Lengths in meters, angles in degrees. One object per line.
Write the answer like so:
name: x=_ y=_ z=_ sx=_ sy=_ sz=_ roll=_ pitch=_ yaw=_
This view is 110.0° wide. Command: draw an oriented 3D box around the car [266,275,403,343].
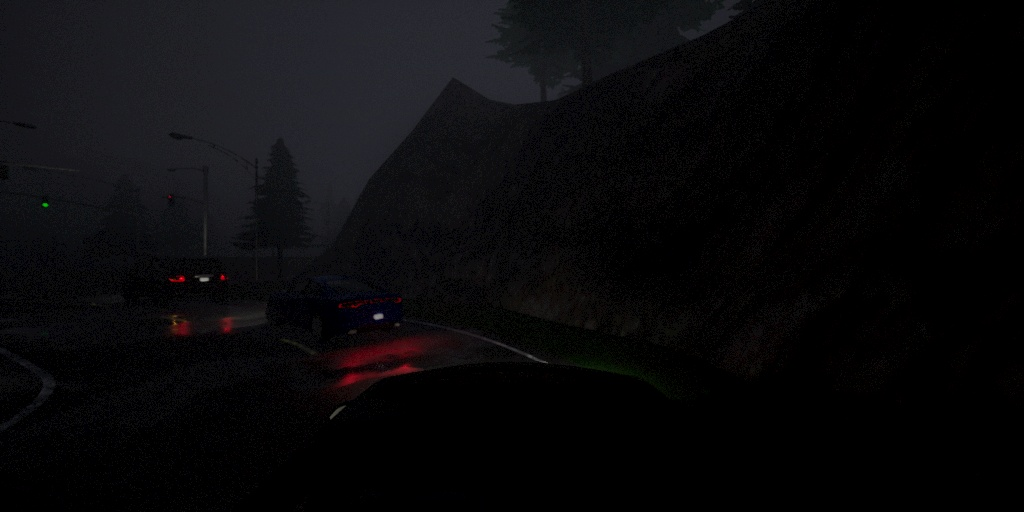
car: x=-5.091 y=1.280 z=10.051 sx=5.008 sy=1.535 sz=1.882 roll=0 pitch=0 yaw=39

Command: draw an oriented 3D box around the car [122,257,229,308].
car: x=-14.993 y=1.072 z=15.980 sx=5.566 sy=2.045 sz=2.150 roll=0 pitch=0 yaw=28
